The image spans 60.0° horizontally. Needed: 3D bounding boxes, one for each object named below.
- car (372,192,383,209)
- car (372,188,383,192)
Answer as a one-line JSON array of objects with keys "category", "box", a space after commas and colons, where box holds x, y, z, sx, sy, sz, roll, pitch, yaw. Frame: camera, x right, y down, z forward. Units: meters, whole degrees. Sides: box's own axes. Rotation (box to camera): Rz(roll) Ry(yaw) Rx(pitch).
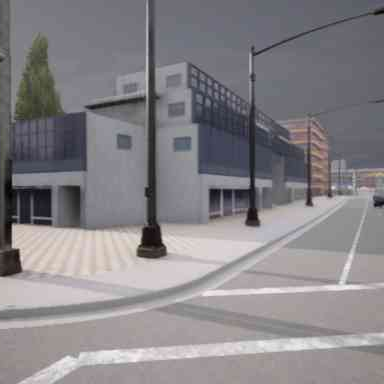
[{"category": "car", "box": [20.091, 1.021, 34.938, 1.895, 1.301, 4.718, 0, 2, 29]}, {"category": "car", "box": [28.278, 0.242, 49.989, 2.097, 1.767, 4.553, 0, 1, 29]}]
